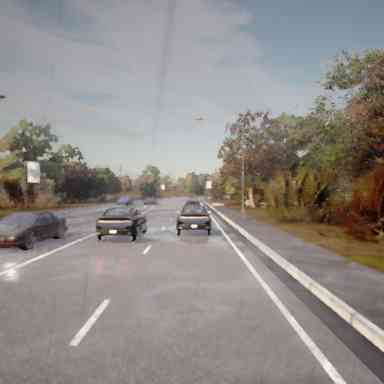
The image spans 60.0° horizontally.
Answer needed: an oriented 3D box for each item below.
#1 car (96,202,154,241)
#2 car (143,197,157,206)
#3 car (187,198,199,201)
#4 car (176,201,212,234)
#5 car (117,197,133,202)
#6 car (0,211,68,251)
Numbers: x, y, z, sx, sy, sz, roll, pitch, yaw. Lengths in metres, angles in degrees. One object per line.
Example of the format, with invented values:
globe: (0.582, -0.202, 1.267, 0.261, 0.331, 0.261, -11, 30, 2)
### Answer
car: (-3.400, 1.496, 16.731, 2.128, 1.511, 4.902, 0, 0, 0)
car: (-7.056, 1.578, 56.226, 1.994, 1.385, 4.181, 0, 0, 0)
car: (0.098, 1.516, 41.124, 1.837, 1.490, 4.892, 0, 0, 0)
car: (0.098, 1.497, 19.029, 2.128, 1.511, 4.902, 0, 0, 0)
car: (-10.574, 1.491, 52.723, 1.882, 1.535, 5.008, 0, 0, 0)
car: (-7.103, 1.551, 14.394, 2.033, 1.411, 5.357, 0, 0, 0)
